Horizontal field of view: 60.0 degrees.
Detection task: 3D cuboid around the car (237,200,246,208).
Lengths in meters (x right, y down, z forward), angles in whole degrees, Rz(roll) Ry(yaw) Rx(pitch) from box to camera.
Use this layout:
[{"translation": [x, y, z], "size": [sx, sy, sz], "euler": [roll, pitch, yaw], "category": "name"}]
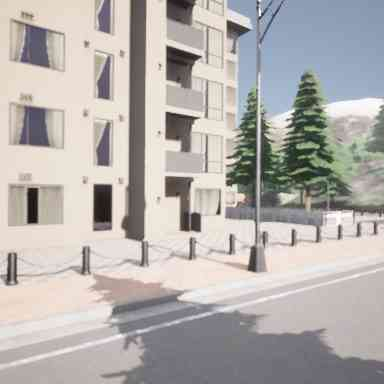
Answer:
[{"translation": [6.636, 1.883, 53.981], "size": [1.837, 1.490, 4.892], "euler": [1, -1, -35], "category": "car"}]
